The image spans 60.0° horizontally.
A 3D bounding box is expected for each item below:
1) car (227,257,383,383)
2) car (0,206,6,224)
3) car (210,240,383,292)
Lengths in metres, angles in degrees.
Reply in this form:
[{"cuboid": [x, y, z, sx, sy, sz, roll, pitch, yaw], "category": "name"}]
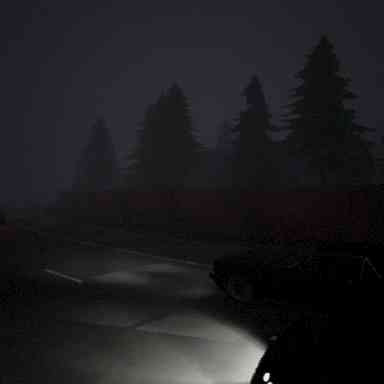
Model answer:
[{"cuboid": [2.492, 1.564, 2.292, 4.181, 1.385, 1.994, 0, 0, 36], "category": "car"}, {"cuboid": [-15.421, 1.633, 25.187, 2.128, 1.511, 4.902, 0, 0, -36], "category": "car"}, {"cuboid": [2.697, 1.615, 6.395, 4.718, 1.301, 1.895, 0, 0, 38], "category": "car"}]
